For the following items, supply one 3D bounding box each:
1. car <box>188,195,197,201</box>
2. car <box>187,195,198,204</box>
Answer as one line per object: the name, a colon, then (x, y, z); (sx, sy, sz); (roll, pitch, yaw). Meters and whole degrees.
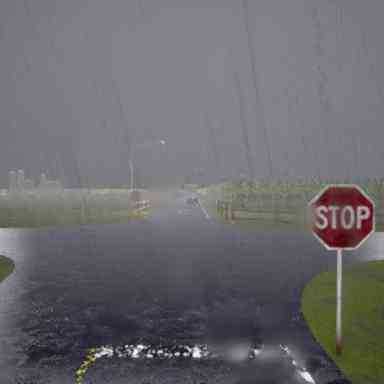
car: (0.169, 1.304, 73.533); (1.994, 1.385, 4.181); (0, 0, 0)
car: (0.146, 1.289, 63.465); (2.097, 1.767, 4.553); (0, 0, 0)
